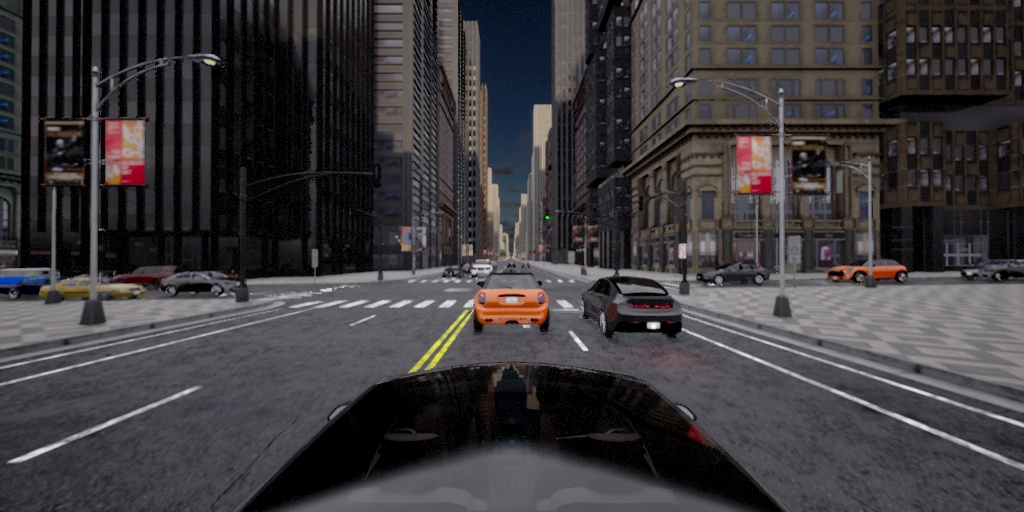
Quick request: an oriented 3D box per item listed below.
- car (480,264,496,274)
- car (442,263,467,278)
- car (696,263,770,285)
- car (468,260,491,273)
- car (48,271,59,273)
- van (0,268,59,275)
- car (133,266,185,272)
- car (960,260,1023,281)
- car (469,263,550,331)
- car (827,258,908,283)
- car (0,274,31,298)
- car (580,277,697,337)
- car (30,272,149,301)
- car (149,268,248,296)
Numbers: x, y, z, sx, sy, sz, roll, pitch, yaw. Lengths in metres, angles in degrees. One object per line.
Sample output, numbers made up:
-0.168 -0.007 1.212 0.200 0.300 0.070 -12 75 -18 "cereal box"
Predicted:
-3.391 1.882 51.680 1.994 1.385 4.181 0 -1 1 "car"
-6.644 1.763 40.871 1.994 1.385 4.181 0 -1 0 "car"
16.160 1.297 26.375 4.892 1.490 1.837 -1 0 0 "car"
-3.395 1.430 41.713 2.150 2.045 5.566 0 -1 0 "car"
-34.177 2.079 29.062 4.207 1.307 1.802 0 0 0 "car"
-39.265 1.907 29.073 3.998 1.789 1.690 0 0 0 "van"
-29.090 1.742 29.052 5.009 1.841 2.192 0 0 0 "car"
36.123 1.017 26.359 4.902 1.511 2.128 -1 0 0 "car"
-0.071 1.218 11.601 2.097 1.767 4.553 0 -1 -2 "car"
25.987 1.013 26.370 4.553 1.767 2.097 -1 0 0 "car"
-29.643 1.991 23.191 4.718 1.301 1.895 -1 0 0 "car"
3.277 1.362 10.670 1.837 1.490 4.892 0 0 0 "car"
-23.853 1.818 20.514 4.829 1.417 1.751 0 0 0 "car"
-19.807 1.747 23.156 4.902 1.511 2.128 -1 0 1 "car"
